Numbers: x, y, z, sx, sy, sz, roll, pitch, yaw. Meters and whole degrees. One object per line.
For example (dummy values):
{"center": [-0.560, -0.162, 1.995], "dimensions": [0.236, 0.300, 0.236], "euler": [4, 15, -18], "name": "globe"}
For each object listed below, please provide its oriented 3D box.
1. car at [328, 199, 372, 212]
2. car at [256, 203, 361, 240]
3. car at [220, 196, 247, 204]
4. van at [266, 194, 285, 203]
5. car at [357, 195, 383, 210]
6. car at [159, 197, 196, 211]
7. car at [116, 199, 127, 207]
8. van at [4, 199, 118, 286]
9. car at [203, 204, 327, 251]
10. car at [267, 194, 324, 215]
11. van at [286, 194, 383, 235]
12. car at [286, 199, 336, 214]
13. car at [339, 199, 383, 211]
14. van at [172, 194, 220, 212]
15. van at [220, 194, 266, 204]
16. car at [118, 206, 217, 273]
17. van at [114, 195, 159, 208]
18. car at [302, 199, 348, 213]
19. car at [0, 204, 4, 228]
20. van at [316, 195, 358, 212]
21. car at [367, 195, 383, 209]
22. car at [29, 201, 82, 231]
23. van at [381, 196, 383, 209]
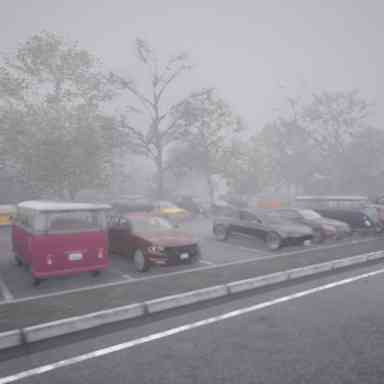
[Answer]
{"center": [20.129, 1.691, 42.645], "dimensions": [2.002, 1.452, 4.674], "euler": [1, 0, -35], "name": "car"}
{"center": [5.136, 1.475, 15.908], "dimensions": [2.002, 1.452, 4.674], "euler": [0, 0, -35], "name": "car"}
{"center": [2.196, 1.412, 29.876], "dimensions": [2.097, 1.535, 5.008], "euler": [0, 0, -35], "name": "car"}
{"center": [6.630, 1.226, 33.171], "dimensions": [1.878, 1.987, 4.442], "euler": [1, -1, -35], "name": "van"}
{"center": [27.021, 1.501, 47.516], "dimensions": [2.435, 2.045, 5.566], "euler": [1, 0, -35], "name": "car"}
{"center": [-2.205, 1.431, 26.508], "dimensions": [1.946, 1.575, 5.366], "euler": [0, 0, -35], "name": "car"}
{"center": [-6.823, 1.457, 23.439], "dimensions": [2.231, 1.521, 4.892], "euler": [0, 0, -35], "name": "car"}
{"center": [-3.977, 1.253, 9.558], "dimensions": [1.878, 1.987, 4.442], "euler": [0, 0, -35], "name": "van"}
{"center": [2.892, 1.475, 14.270], "dimensions": [2.163, 1.488, 4.792], "euler": [0, 0, -35], "name": "car"}
{"center": [11.125, 1.266, 36.194], "dimensions": [2.435, 2.045, 5.566], "euler": [1, 0, -35], "name": "car"}
{"center": [7.465, 1.197, 17.421], "dimensions": [1.878, 1.987, 4.442], "euler": [0, 0, -35], "name": "van"}
{"center": [13.467, 1.552, 37.890], "dimensions": [2.097, 1.535, 5.008], "euler": [1, 0, -35], "name": "car"}
{"center": [22.492, 1.685, 44.318], "dimensions": [2.097, 1.535, 5.008], "euler": [1, 0, -35], "name": "car"}
{"center": [0.009, 1.197, 28.169], "dimensions": [1.878, 1.987, 4.442], "euler": [0, 0, -35], "name": "van"}
{"center": [4.401, 1.191, 31.297], "dimensions": [1.878, 1.987, 4.442], "euler": [0, 0, -35], "name": "van"}
{"center": [-1.650, 1.468, 11.079], "dimensions": [2.097, 1.535, 5.008], "euler": [0, 0, -35], "name": "car"}
{"center": [-4.638, 1.219, 25.146], "dimensions": [1.878, 1.987, 4.442], "euler": [0, 0, -35], "name": "van"}
{"center": [15.722, 1.625, 39.500], "dimensions": [2.002, 1.452, 4.674], "euler": [1, 0, -35], "name": "car"}
{"center": [-11.438, 1.479, 20.153], "dimensions": [2.097, 1.535, 5.008], "euler": [0, 0, -35], "name": "car"}
{"center": [17.809, 1.391, 41.133], "dimensions": [1.878, 1.987, 4.442], "euler": [1, 0, -35], "name": "van"}
{"center": [29.277, 1.534, 49.123], "dimensions": [2.435, 2.045, 5.566], "euler": [1, 0, -35], "name": "car"}
{"center": [-9.080, 1.467, 21.833], "dimensions": [2.097, 1.535, 5.008], "euler": [0, 0, -35], "name": "car"}
{"center": [31.584, 1.593, 50.657], "dimensions": [1.878, 1.987, 4.442], "euler": [1, -1, -35], "name": "van"}
